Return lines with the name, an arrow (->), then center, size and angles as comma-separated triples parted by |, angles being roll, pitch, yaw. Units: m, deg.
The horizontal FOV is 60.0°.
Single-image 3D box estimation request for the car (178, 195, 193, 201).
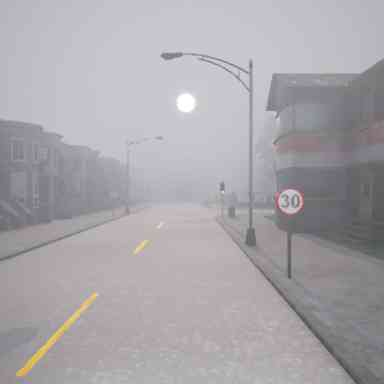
car -> -1.653, 1.573, 85.999 | 2.097, 1.767, 4.553 | 0, 0, 36
